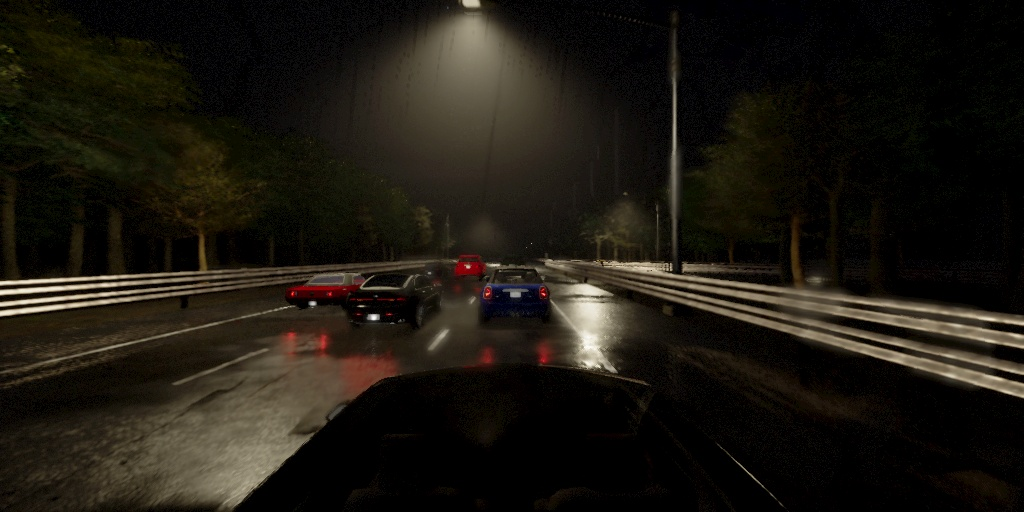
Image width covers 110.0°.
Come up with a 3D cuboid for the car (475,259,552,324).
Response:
[{"bbox_3d":[0.101,1.101,12.177,2.097,1.767,4.553,0,0,0],"label":"car"}]

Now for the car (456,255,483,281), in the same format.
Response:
[{"bbox_3d":[-3.395,0.966,30.509,2.150,2.045,5.566,0,0,0],"label":"car"}]

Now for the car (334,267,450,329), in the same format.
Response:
[{"bbox_3d":[-3.399,1.255,11.241,1.837,1.490,4.892,0,0,0],"label":"car"}]

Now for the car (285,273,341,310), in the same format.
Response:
[{"bbox_3d":[-6.897,1.350,14.634,1.895,1.301,4.718,0,0,0],"label":"car"}]

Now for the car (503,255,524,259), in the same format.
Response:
[{"bbox_3d":[0.101,0.966,30.511,2.150,2.045,5.566,0,0,0],"label":"car"}]

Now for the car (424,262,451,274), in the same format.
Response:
[{"bbox_3d":[-6.909,1.270,32.317,1.812,1.442,4.674,0,0,0],"label":"car"}]

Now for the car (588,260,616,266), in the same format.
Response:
[{"bbox_3d":[13.819,1.326,55.387,1.882,1.535,5.008,0,0,-29],"label":"car"}]
